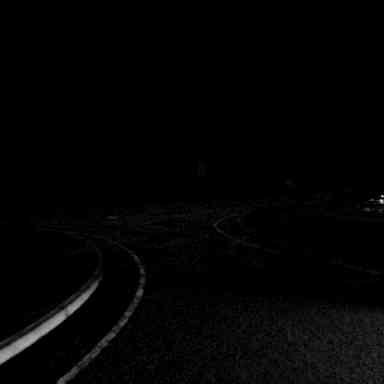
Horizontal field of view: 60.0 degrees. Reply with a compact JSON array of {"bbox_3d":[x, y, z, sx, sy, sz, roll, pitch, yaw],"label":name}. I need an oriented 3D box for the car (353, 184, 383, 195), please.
[{"bbox_3d":[43.181,-0.253,81.479,5.566,2.045,2.435,2,2,33],"label":"car"}]

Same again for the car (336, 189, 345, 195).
[{"bbox_3d":[35.779,0.052,80.525,2.033,1.411,5.357,2,2,33],"label":"car"}]

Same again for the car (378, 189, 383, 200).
[{"bbox_3d":[36.811,0.639,62.691,1.837,1.490,4.892,2,2,33],"label":"car"}]
